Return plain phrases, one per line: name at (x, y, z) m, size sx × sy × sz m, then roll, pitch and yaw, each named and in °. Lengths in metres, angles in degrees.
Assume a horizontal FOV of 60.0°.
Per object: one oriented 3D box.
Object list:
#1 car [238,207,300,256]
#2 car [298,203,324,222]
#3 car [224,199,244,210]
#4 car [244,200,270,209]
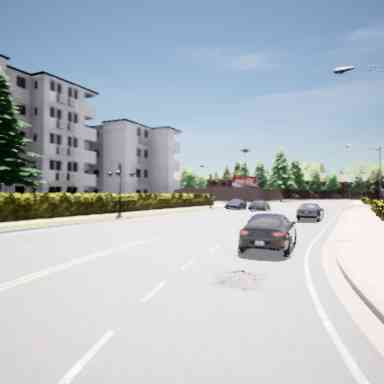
car at (3.109, 1.568, 13.324) m, size 1.812 × 1.442 × 4.674 m, roll 0°, pitch 0°, yaw 21°
car at (10.011, 1.668, 28.178) m, size 2.033 × 1.411 × 5.357 m, roll 1°, pitch 0°, yaw 26°
car at (5.983, 1.646, 44.242) m, size 2.033 × 1.411 × 5.357 m, roll 1°, pitch 0°, yaw 27°
car at (8.338, 1.682, 41.114) m, size 1.994 × 1.385 × 4.181 m, roll 1°, pitch 0°, yaw 26°
